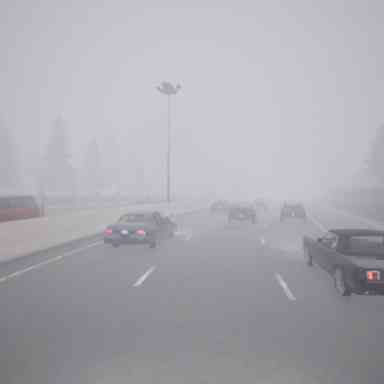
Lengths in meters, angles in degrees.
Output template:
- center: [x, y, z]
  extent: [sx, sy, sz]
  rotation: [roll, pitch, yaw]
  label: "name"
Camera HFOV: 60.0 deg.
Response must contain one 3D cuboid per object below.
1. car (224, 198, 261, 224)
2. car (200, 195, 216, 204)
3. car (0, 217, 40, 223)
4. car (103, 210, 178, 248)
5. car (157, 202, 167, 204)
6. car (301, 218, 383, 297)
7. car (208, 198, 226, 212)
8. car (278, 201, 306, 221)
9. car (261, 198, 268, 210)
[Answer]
- center: [3.876, 1.416, 24.700]
  extent: [1.882, 1.535, 5.008]
  rotation: [0, 0, 14]
  label: "car"
- center: [3.039, 1.306, 61.824]
  extent: [1.882, 1.535, 5.008]
  rotation: [0, 0, 16]
  label: "car"
- center: [-9.198, 1.151, 15.042]
  extent: [2.150, 2.045, 5.566]
  rotation: [0, 0, 9]
  label: "car"
- center: [-2.025, 1.499, 14.541]
  extent: [2.033, 1.411, 5.357]
  rotation: [0, 0, 10]
  label: "car"
- center: [-3.800, 1.367, 50.437]
  extent: [1.812, 1.442, 4.674]
  rotation: [0, 0, 16]
  label: "car"
- center: [4.193, 1.588, 8.395]
  extent: [1.895, 1.301, 4.718]
  rotation: [0, 0, 6]
  label: "car"
- center: [3.329, 1.467, 36.111]
  extent: [1.994, 1.385, 4.181]
  rotation: [0, 0, 15]
  label: "car"
- center: [7.859, 1.437, 26.107]
  extent: [2.128, 1.511, 4.902]
  rotation: [0, 0, 15]
  label: "car"
- center: [8.350, 1.428, 41.188]
  extent: [1.812, 1.442, 4.674]
  rotation: [0, 0, 15]
  label: "car"
